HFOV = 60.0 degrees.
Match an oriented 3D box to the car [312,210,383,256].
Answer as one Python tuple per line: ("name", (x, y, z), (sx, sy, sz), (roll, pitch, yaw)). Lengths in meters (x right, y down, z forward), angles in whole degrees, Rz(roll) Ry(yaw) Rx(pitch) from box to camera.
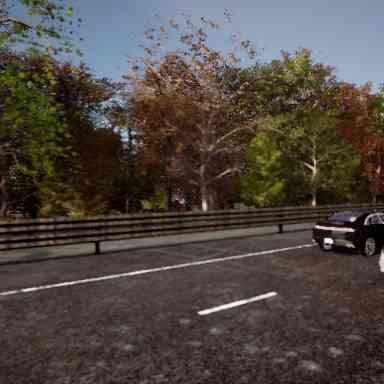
("car", (6.670, 1.464, 12.865), (4.902, 1.511, 2.128), (0, 0, -36))

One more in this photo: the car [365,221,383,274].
("car", (6.558, 1.502, 8.464), (4.674, 1.442, 1.812), (0, 0, -36))
